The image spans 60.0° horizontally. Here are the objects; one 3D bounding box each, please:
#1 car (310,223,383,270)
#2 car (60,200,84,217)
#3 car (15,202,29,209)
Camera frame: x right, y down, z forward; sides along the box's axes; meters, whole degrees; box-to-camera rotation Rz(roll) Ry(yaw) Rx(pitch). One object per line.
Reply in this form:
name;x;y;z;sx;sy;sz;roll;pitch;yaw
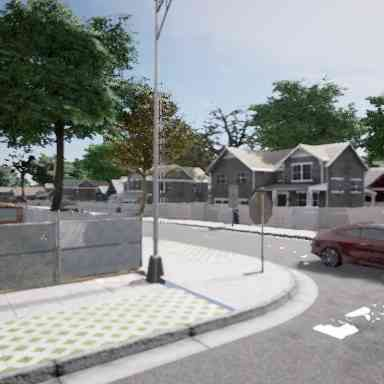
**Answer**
car;5.853;1.686;10.001;1.812;1.442;4.674;1;-1;-36
car;-13.769;1.949;36.914;2.150;2.045;5.566;0;-1;-36
car;-31.104;2.652;60.690;2.128;1.511;4.902;0;-1;-36
